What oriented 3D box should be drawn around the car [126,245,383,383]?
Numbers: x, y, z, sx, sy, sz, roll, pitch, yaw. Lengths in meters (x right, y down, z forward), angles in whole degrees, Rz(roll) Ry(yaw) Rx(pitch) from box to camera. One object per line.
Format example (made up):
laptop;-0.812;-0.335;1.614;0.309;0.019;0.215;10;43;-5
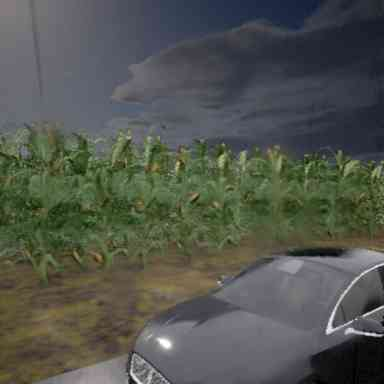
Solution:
car;1.591;1.523;4.209;4.892;1.490;1.837;1;-1;-35
